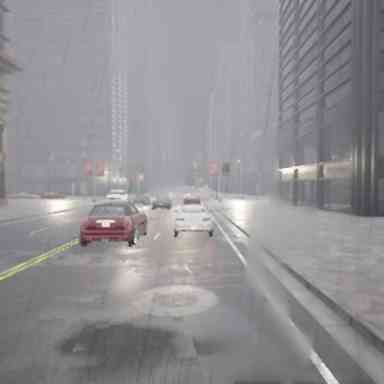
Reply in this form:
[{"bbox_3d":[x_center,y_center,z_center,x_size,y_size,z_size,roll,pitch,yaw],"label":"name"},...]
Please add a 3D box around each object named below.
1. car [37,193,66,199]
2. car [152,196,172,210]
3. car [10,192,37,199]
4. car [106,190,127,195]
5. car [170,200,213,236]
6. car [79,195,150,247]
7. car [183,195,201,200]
[{"bbox_3d":[-26.152,0.762,62.823,4.507,1.381,1.887,0,1,0],"label":"car"},{"bbox_3d":[-3.220,1.162,36.459,1.994,1.385,4.181,0,1,0],"label":"car"},{"bbox_3d":[-31.607,0.712,62.779,4.829,1.417,1.752,0,1,0],"label":"car"},{"bbox_3d":[-9.845,0.759,43.679,2.150,2.045,5.566,0,0,0],"label":"car"},{"bbox_3d":[0.066,1.335,16.915,1.812,1.442,4.674,0,1,0],"label":"car"},{"bbox_3d":[-3.176,1.198,14.358,2.097,1.767,4.553,0,1,0],"label":"car"},{"bbox_3d":[0.028,1.062,37.106,1.882,1.535,5.008,0,1,0],"label":"car"}]
